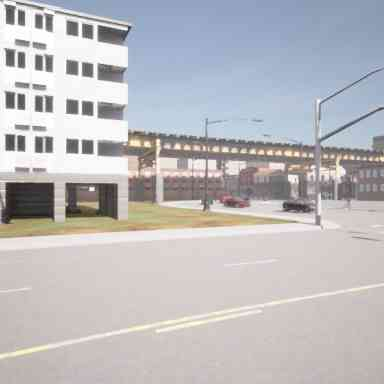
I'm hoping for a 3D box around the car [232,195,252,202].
[{"bbox_3d":[11.346,1.524,75.425,2.128,1.511,4.902,0,0,41],"label":"car"}]

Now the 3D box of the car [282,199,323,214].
[{"bbox_3d":[11.740,1.492,35.638,2.128,1.511,4.902,0,0,-25],"label":"car"}]

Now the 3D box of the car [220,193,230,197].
[{"bbox_3d":[6.742,1.220,65.690,2.150,2.045,5.566,0,0,11],"label":"car"}]

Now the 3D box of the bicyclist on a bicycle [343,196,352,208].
[{"bbox_3d":[20.236,1.302,43.344,1.656,1.620,0.582,0,0,-25],"label":"bicyclist on a bicycle"}]

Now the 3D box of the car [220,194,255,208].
[{"bbox_3d":[6.388,1.477,47.234,1.882,1.535,5.008,0,1,-24],"label":"car"}]

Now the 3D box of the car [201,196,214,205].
[{"bbox_3d":[2.722,1.505,59.174,1.837,1.490,4.892,0,0,-3],"label":"car"}]
